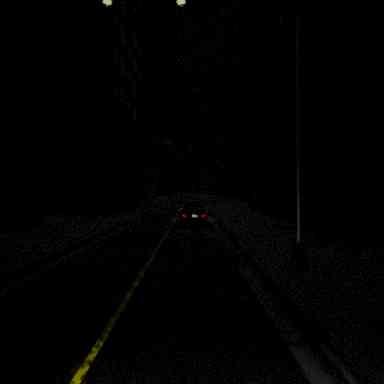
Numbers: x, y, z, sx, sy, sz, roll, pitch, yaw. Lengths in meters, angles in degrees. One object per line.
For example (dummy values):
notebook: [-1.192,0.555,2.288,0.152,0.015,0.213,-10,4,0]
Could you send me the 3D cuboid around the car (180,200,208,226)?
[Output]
car: [0.111,1.515,22.923,2.033,1.411,5.357,0,0,0]
